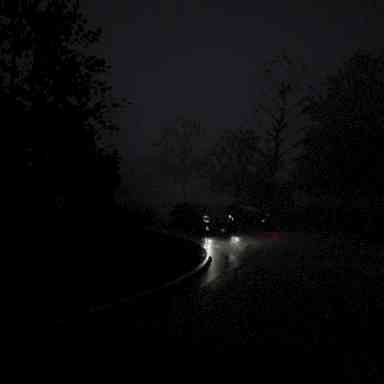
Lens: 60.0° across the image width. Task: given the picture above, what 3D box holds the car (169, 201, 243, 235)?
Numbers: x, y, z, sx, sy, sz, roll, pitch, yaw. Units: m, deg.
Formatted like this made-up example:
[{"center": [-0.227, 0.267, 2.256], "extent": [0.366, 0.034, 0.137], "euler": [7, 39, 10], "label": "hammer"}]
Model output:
[{"center": [0.485, 1.387, 18.986], "extent": [2.097, 1.767, 4.553], "euler": [1, 0, -30], "label": "car"}]

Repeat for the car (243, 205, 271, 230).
[{"center": [2.888, 1.551, 21.566], "extent": [1.882, 1.535, 5.008], "euler": [1, 0, -31], "label": "car"}]
